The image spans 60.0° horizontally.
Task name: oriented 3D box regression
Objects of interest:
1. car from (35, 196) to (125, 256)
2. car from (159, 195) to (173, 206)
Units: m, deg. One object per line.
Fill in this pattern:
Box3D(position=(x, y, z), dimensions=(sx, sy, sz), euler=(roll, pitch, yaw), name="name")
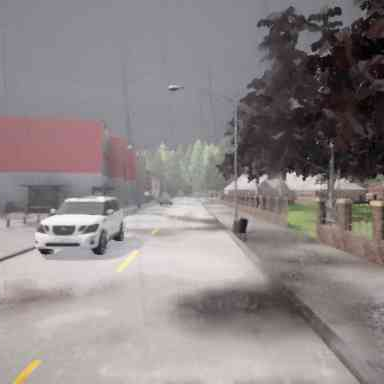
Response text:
Box3D(position=(-4.195, 1.212, 13.489), dimensions=(2.150, 2.045, 5.566), euler=(0, 0, 0), name="car")
Box3D(position=(-4.327, 1.331, 55.538), dimensions=(2.097, 1.767, 4.553), euler=(0, 0, 0), name="car")
